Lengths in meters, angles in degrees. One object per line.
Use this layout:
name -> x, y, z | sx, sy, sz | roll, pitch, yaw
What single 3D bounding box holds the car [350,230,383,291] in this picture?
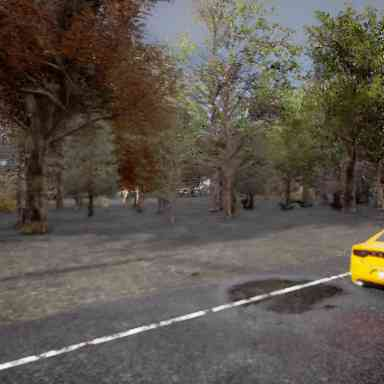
car -> 5.751, 1.451, 7.846 | 5.008, 1.535, 1.882 | 0, 0, -35
